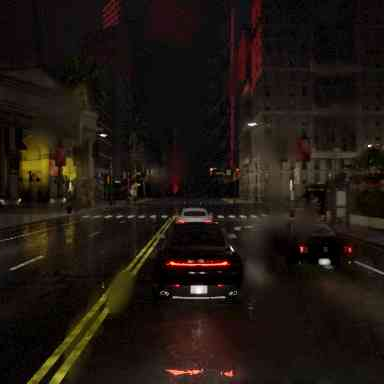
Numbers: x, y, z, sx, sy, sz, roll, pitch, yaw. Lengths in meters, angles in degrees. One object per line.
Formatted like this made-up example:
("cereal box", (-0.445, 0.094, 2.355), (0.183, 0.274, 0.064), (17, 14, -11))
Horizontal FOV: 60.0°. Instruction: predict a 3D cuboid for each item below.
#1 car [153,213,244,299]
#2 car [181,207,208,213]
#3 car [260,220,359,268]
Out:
("car", (0.122, 1.505, 8.398), (1.837, 1.490, 4.892), (0, 0, 0))
("car", (0.122, 1.525, 17.498), (1.812, 1.442, 4.674), (0, 0, 0))
("car", (3.619, 1.601, 11.276), (1.895, 1.301, 4.718), (0, 0, 0))
